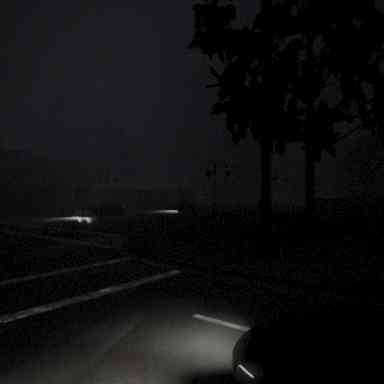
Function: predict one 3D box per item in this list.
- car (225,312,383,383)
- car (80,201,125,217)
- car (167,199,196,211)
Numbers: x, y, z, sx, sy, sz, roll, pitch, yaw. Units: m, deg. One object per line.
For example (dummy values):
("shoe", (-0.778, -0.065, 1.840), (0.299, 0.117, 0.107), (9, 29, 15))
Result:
("car", (2.459, 1.527, 2.220), (4.674, 1.442, 1.812), (0, 0, 36))
("car", (-8.124, 1.523, 30.535), (1.994, 1.385, 4.181), (0, 0, 34))
("car", (-1.261, 1.522, 40.734), (1.994, 1.385, 4.181), (0, 0, 34))
